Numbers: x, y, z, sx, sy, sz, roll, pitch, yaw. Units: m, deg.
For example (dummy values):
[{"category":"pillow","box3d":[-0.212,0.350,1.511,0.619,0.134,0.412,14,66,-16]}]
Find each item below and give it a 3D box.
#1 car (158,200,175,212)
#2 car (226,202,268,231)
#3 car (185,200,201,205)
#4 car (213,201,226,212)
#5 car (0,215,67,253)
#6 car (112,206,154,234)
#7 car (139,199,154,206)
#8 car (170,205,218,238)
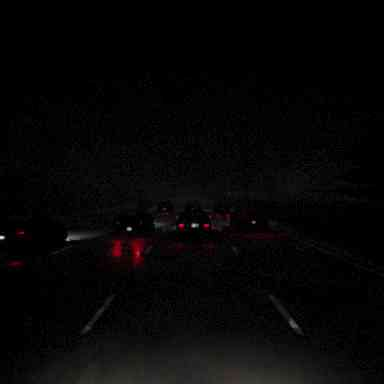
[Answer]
[{"category":"car","box3d":[-3.416,1.781,43.727,1.837,1.490,4.892,0,0,0]},{"category":"car","box3d":[3.592,1.615,21.781,1.882,1.535,5.008,0,0,0]},{"category":"car","box3d":[0.084,1.789,41.964,1.812,1.442,4.674,0,0,0]},{"category":"car","box3d":[3.585,1.783,41.066,1.812,1.442,4.674,0,0,0]},{"category":"car","box3d":[-6.906,1.653,14.116,1.994,1.385,4.181,0,0,0]},{"category":"car","box3d":[-3.407,1.729,20.284,1.895,1.301,4.718,0,0,0]},{"category":"car","box3d":[-6.919,1.810,50.783,2.128,1.511,4.902,0,0,0]},{"category":"car","box3d":[0.094,1.663,18.312,2.033,1.411,5.357,0,0,0]}]
